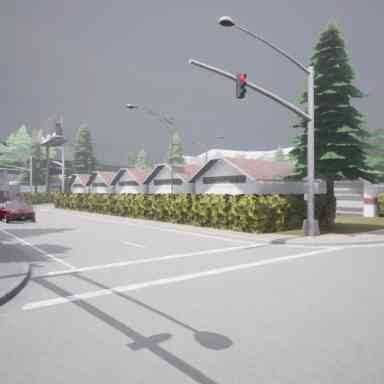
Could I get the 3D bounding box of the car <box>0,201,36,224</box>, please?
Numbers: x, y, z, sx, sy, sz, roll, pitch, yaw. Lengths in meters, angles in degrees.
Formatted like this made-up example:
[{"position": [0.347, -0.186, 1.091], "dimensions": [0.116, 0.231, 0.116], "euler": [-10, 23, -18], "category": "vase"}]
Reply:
[{"position": [-13.191, 1.455, 24.958], "dimensions": [1.882, 1.535, 5.008], "euler": [0, 1, -38], "category": "car"}]
